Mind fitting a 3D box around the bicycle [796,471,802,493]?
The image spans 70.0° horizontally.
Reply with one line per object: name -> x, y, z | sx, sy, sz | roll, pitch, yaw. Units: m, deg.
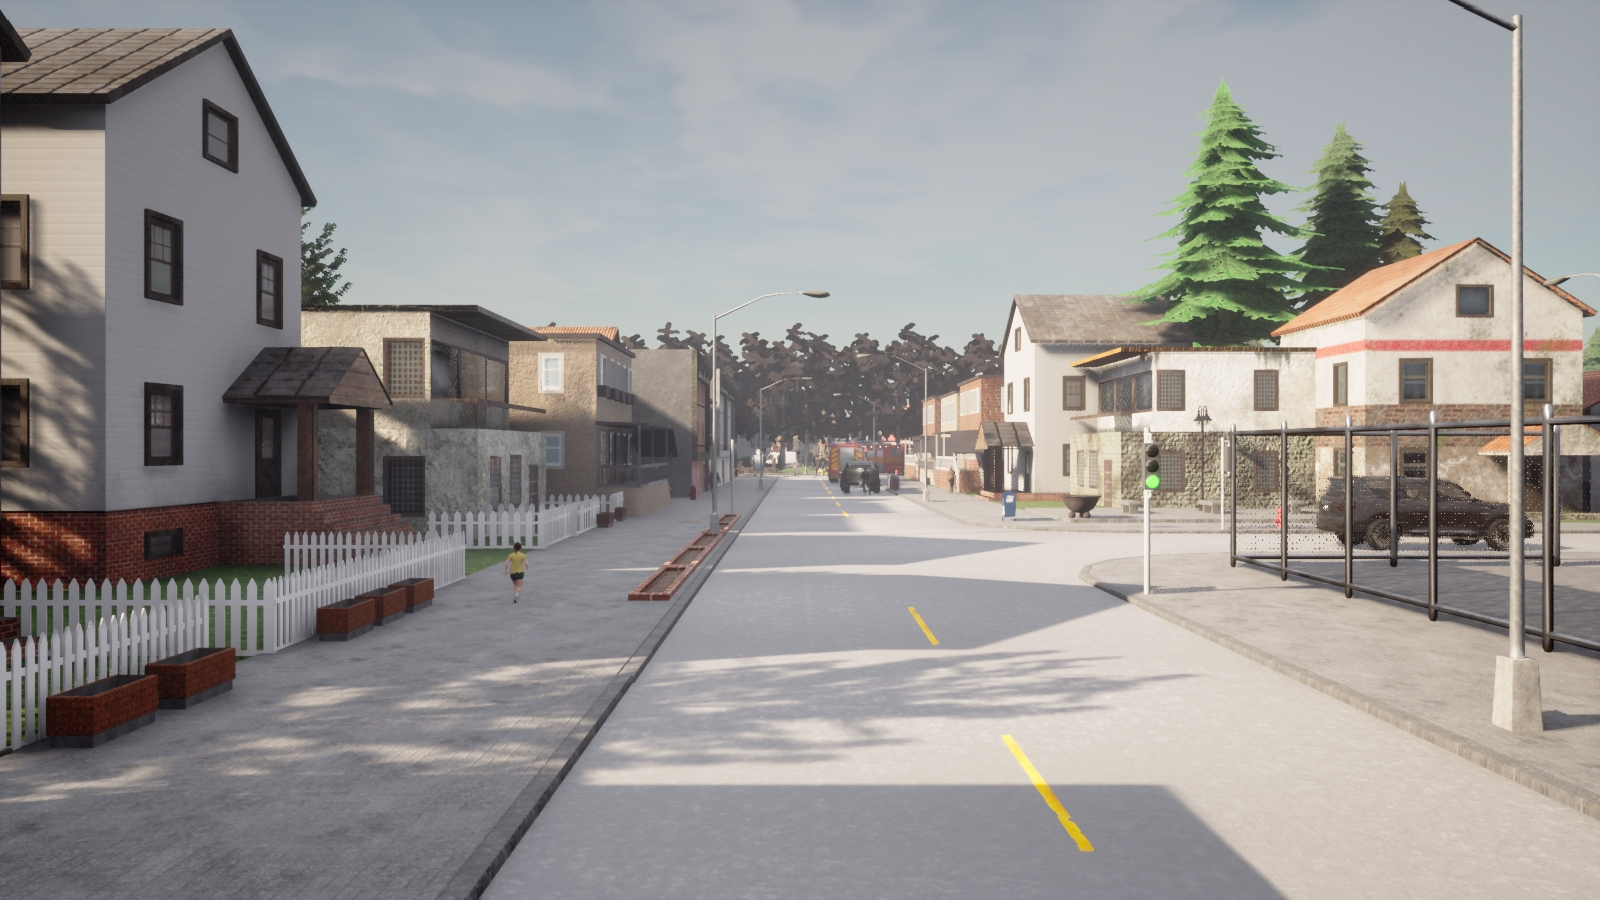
bicycle -> -0.067, 1.940, 69.737 | 0.329, 1.271, 1.835 | 0, 0, 0

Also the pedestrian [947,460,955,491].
pedestrian -> 9.143, 1.524, 69.269 | 0.375, 1.860, 0.375 | 0, 0, -11

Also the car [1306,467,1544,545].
car -> 17.722, 1.554, 32.593 | 5.566, 2.045, 2.150 | 1, 0, 2

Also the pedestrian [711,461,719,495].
pedestrian -> -4.626, 1.524, 62.114 | 0.375, 1.860, 0.375 | 0, 0, 4

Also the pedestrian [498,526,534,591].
pedestrian -> -5.025, 1.905, 20.227 | 0.500, 1.100, 0.500 | 0, 0, 4

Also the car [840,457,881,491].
car -> 3.979, 1.534, 75.783 | 2.390, 2.098, 6.274 | 0, 0, 0
